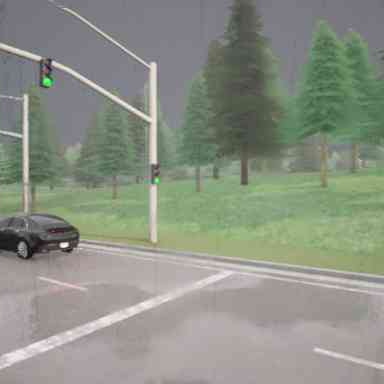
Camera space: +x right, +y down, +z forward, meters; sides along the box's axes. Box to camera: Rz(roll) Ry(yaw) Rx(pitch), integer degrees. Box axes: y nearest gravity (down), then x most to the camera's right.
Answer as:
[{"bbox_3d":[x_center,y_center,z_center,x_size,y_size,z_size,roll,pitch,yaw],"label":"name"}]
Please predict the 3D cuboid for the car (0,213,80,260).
[{"bbox_3d":[-6.346,1.583,12.813,4.892,1.490,1.837,0,0,36],"label":"car"}]
